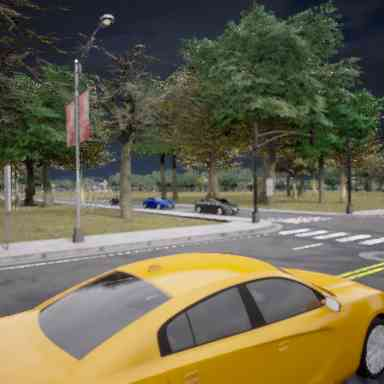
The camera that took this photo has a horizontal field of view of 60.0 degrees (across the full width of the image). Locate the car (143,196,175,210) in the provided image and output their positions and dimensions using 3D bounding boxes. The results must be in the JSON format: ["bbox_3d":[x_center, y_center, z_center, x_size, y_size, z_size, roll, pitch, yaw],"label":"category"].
[{"bbox_3d":[-3.773,1.191,37.435,1.882,1.535,5.008,-1,1,-35],"label":"car"}]

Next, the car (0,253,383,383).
[{"bbox_3d":[0.321,1.446,3.681,5.008,1.535,1.882,-1,1,-36],"label":"car"}]

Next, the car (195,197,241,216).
[{"bbox_3d":[2.156,1.228,29.177,1.837,1.490,4.892,-1,1,-36],"label":"car"}]

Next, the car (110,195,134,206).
[{"bbox_3d":[-9.704,1.198,45.706,2.128,1.511,4.902,-1,1,-35],"label":"car"}]
